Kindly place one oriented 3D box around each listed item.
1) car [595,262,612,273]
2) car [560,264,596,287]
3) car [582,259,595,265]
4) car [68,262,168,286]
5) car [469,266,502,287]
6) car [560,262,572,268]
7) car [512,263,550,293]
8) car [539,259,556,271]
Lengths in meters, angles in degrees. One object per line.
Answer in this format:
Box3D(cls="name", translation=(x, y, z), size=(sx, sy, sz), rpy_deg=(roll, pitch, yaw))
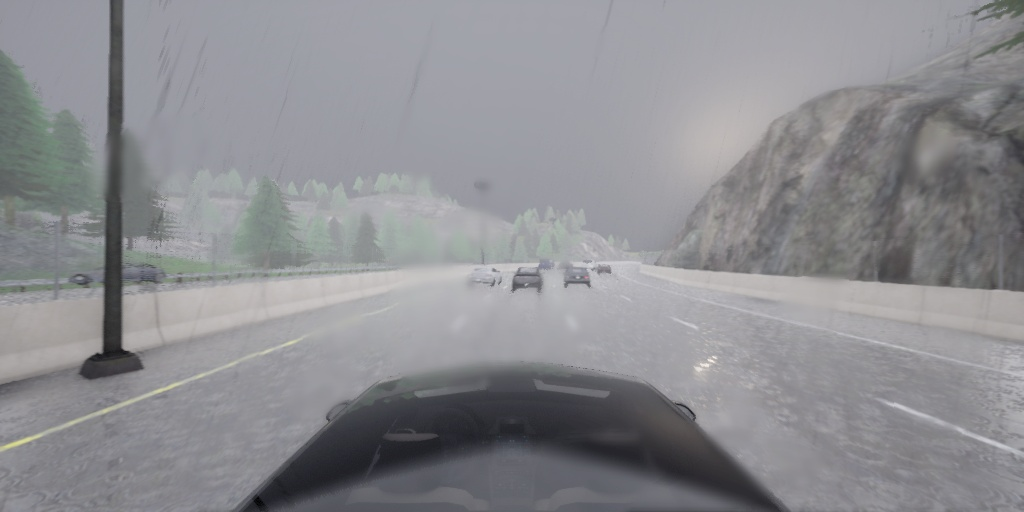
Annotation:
Box3D(cls="car", translation=(13.461, 1.827, 52.067), size=(1.895, 1.301, 4.718), rpy_deg=(0, -1, 16))
Box3D(cls="car", translation=(4.893, 1.531, 26.793), size=(2.033, 1.411, 5.357), rpy_deg=(0, -1, 10))
Box3D(cls="car", translation=(13.762, 1.553, 64.015), size=(2.150, 2.045, 5.566), rpy_deg=(0, -1, 20))
Box3D(cls="car", translation=(-23.726, 1.054, 21.805), size=(1.994, 1.385, 4.181), rpy_deg=(0, -1, 5))
Box3D(cls="car", translation=(-1.943, 1.498, 26.866), size=(1.812, 1.442, 4.674), rpy_deg=(0, -1, 7))
Box3D(cls="car", translation=(9.651, 1.818, 62.588), size=(1.837, 1.490, 4.892), rpy_deg=(0, -1, 18))
Box3D(cls="car", translation=(1.112, 1.431, 22.578), size=(2.128, 1.511, 4.902), rpy_deg=(0, 0, 7))
Box3D(cls="car", translation=(6.271, 1.538, 63.719), size=(2.150, 2.045, 5.566), rpy_deg=(0, -1, 19))
